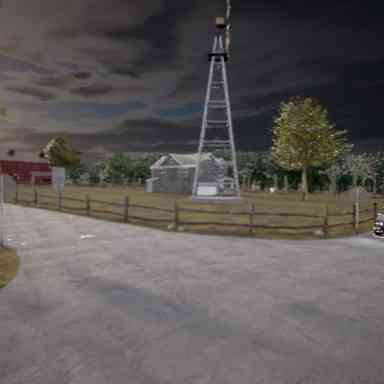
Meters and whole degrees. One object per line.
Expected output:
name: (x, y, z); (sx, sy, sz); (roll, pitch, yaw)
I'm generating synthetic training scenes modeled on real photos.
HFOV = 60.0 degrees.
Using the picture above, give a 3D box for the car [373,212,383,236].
car: (10.531, 1.374, 16.400); (1.837, 1.490, 4.892); (1, 1, 44)
